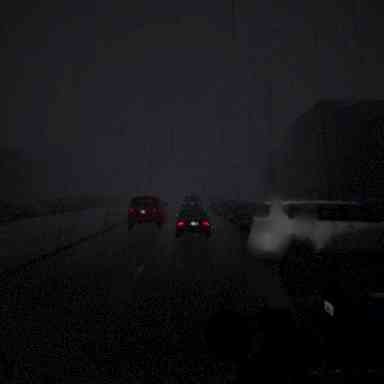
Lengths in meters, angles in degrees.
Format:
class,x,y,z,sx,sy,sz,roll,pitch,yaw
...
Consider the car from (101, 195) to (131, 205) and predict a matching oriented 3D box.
class,x,y,z,sx,sy,sz,roll,pitch,yaw
car,-15.875,1.718,69.735,5.566,2.045,2.435,0,-1,0

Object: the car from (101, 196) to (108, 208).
class,x,y,z,sx,sy,sz,roll,pitch,yaw
car,-15.851,1.760,50.443,4.792,1.488,2.163,0,0,0

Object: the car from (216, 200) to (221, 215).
class,x,y,z,sx,sy,sz,roll,pitch,yaw
car,4.642,1.621,27.901,4.674,1.452,2.002,0,0,0

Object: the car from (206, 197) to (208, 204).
class,x,y,z,sx,sy,sz,roll,pitch,yaw
car,4.619,1.666,41.797,5.008,1.535,2.097,0,0,0

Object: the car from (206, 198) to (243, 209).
class,x,y,z,sx,sy,sz,roll,pitch,yaw
car,4.780,1.723,50.008,5.366,1.575,1.946,0,0,0

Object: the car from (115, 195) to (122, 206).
class,x,y,z,sx,sy,sz,roll,pitch,yaw
car,-15.683,1.831,61.471,5.366,1.575,1.946,0,-1,0

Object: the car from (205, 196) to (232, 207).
class,x,y,z,sx,sy,sz,roll,pitch,yaw
car,4.544,1.670,58.469,4.553,1.767,2.185,0,-1,0

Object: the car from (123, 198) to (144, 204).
class,x,y,z,sx,sy,sz,roll,pitch,yaw
car,-16.181,2.527,91.775,5.366,1.575,1.946,0,-2,0

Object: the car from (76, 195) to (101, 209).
class,x,y,z,sx,sy,sz,roll,pitch,yaw
car,-15.827,1.434,44.931,5.566,2.045,2.435,0,0,0

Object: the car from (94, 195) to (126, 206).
class,x,y,z,sx,sy,sz,roll,pitch,yaw
car,-15.852,1.622,64.226,5.566,2.045,2.435,0,-1,0

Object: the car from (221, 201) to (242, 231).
class,x,y,z,sx,sy,sz,roll,pitch,yaw
car,4.665,1.555,22.342,4.892,1.521,2.231,0,0,0

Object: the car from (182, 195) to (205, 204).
class,x,y,z,sx,sy,sz,roll,pitch,yaw
car,0.010,1.385,38.607,2.150,2.045,5.566,0,0,0

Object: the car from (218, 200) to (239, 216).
class,x,y,z,sx,sy,sz,roll,pitch,yaw
car,4.681,1.597,25.122,4.792,1.488,2.163,0,0,0

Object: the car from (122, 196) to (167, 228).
class,x,y,z,sx,sy,sz,roll,pitch,yaw
car,-2.952,1.296,22.724,2.150,2.045,5.566,0,0,0

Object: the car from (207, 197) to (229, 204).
class,x,y,z,sx,sy,sz,roll,pitch,yaw
car,4.613,1.648,39.017,4.892,1.521,2.231,0,0,0

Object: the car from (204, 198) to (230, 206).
class,x,y,z,sx,sy,sz,roll,pitch,yaw
car,4.567,1.865,61.245,4.674,1.452,2.002,0,-1,0

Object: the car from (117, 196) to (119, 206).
class,x,y,z,sx,sy,sz,roll,pitch,yaw
car,-15.854,1.845,58.712,4.674,1.452,2.002,0,-1,0

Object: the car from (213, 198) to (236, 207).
class,x,y,z,sx,sy,sz,roll,pitch,yaw
car,4.645,1.596,30.555,4.892,1.521,2.231,0,0,0

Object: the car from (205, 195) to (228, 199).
class,x,y,z,sx,sy,sz,roll,pitch,yaw
car,4.573,1.581,47.347,4.553,1.767,2.185,0,0,0

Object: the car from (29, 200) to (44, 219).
class,x,y,z,sx,sy,sz,roll,pitch,yaw
car,-15.700,1.604,28.385,4.792,1.488,2.163,0,0,0

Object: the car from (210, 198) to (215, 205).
class,x,y,z,sx,sy,sz,roll,pitch,yaw
car,4.627,1.612,33.334,5.008,1.535,2.097,0,0,0

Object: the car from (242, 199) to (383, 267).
class,x,y,z,sx,sy,sz,roll,pitch,yaw
car,4.712,1.258,11.104,5.566,2.045,2.435,0,0,0

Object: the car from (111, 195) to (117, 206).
class,x,y,z,sx,sy,sz,roll,pitch,yaw
car,-15.840,1.777,55.958,5.008,1.535,2.097,0,0,0

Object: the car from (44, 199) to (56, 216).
class,x,y,z,sx,sy,sz,roll,pitch,yaw
car,-15.738,1.630,31.107,4.674,1.452,2.002,0,0,0

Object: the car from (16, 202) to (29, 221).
class,x,y,z,sx,sy,sz,roll,pitch,yaw
car,-15.688,1.590,25.630,4.792,1.488,2.163,0,0,0

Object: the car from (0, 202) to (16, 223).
class,x,y,z,sx,sy,sz,roll,pitch,yaw
car,-15.521,1.545,22.873,5.366,1.575,1.946,0,0,0

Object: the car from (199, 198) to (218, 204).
class,x,y,z,sx,sy,sz,roll,pitch,yaw
car,4.499,2.453,89.013,5.008,1.535,2.097,0,-2,0

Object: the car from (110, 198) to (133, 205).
class,x,y,z,sx,sy,sz,roll,pitch,yaw
car,-15.955,2.121,75.237,4.792,1.488,2.163,0,-1,0

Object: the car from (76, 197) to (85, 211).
class,x,y,z,sx,sy,sz,roll,pitch,yaw
car,-15.770,1.643,39.415,5.008,1.535,2.097,0,0,0

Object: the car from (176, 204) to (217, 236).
class,x,y,z,sx,sy,sz,roll,pitch,yaw
car,0.056,1.605,18.662,2.033,1.411,5.357,0,0,0

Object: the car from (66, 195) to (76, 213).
class,x,y,z,sx,sy,sz,roll,pitch,yaw
car,-15.733,1.499,36.659,4.553,1.767,2.185,0,0,0

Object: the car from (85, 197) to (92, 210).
class,x,y,z,sx,sy,sz,roll,pitch,yaw
car,-15.758,1.693,42.170,4.792,1.488,2.163,0,0,0

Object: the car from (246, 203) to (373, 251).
class,x,y,z,sx,sy,sz,roll,pitch,yaw
car,4.709,1.394,13.917,4.553,1.767,2.185,0,0,0

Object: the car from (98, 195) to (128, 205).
class,x,y,z,sx,sy,sz,roll,pitch,yaw
car,-15.863,1.665,66.983,5.566,2.045,2.435,0,-1,0

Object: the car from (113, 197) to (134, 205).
class,x,y,z,sx,sy,sz,roll,pitch,yaw
car,-15.969,2.034,77.998,4.553,1.767,2.185,0,-1,0

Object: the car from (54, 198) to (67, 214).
class,x,y,z,sx,sy,sz,roll,pitch,yaw
car,-15.782,1.635,33.901,4.792,1.488,2.163,0,0,0

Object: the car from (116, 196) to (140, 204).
class,x,y,z,sx,sy,sz,roll,pitch,yaw
car,-15.933,2.057,83.512,5.566,2.045,2.435,0,-2,0

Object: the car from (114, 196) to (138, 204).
class,x,y,z,sx,sy,sz,roll,pitch,yaw
car,-15.978,1.982,80.755,5.566,2.045,2.435,0,-2,0

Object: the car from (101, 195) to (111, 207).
class,x,y,z,sx,sy,sz,roll,pitch,yaw
car,-15.865,1.628,53.201,4.553,1.767,2.185,0,0,0

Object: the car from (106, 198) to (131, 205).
class,x,y,z,sx,sy,sz,roll,pitch,yaw
car,-15.909,2.024,72.487,5.008,1.535,2.097,0,-1,0

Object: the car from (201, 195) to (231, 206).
class,x,y,z,sx,sy,sz,roll,pitch,yaw
car,4.534,1.610,64.023,5.566,2.045,2.435,0,-1,0

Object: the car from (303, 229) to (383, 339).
class,x,y,z,sx,sy,sz,roll,pitch,yaw
car,4.667,1.523,5.543,4.792,1.488,2.163,0,0,0
